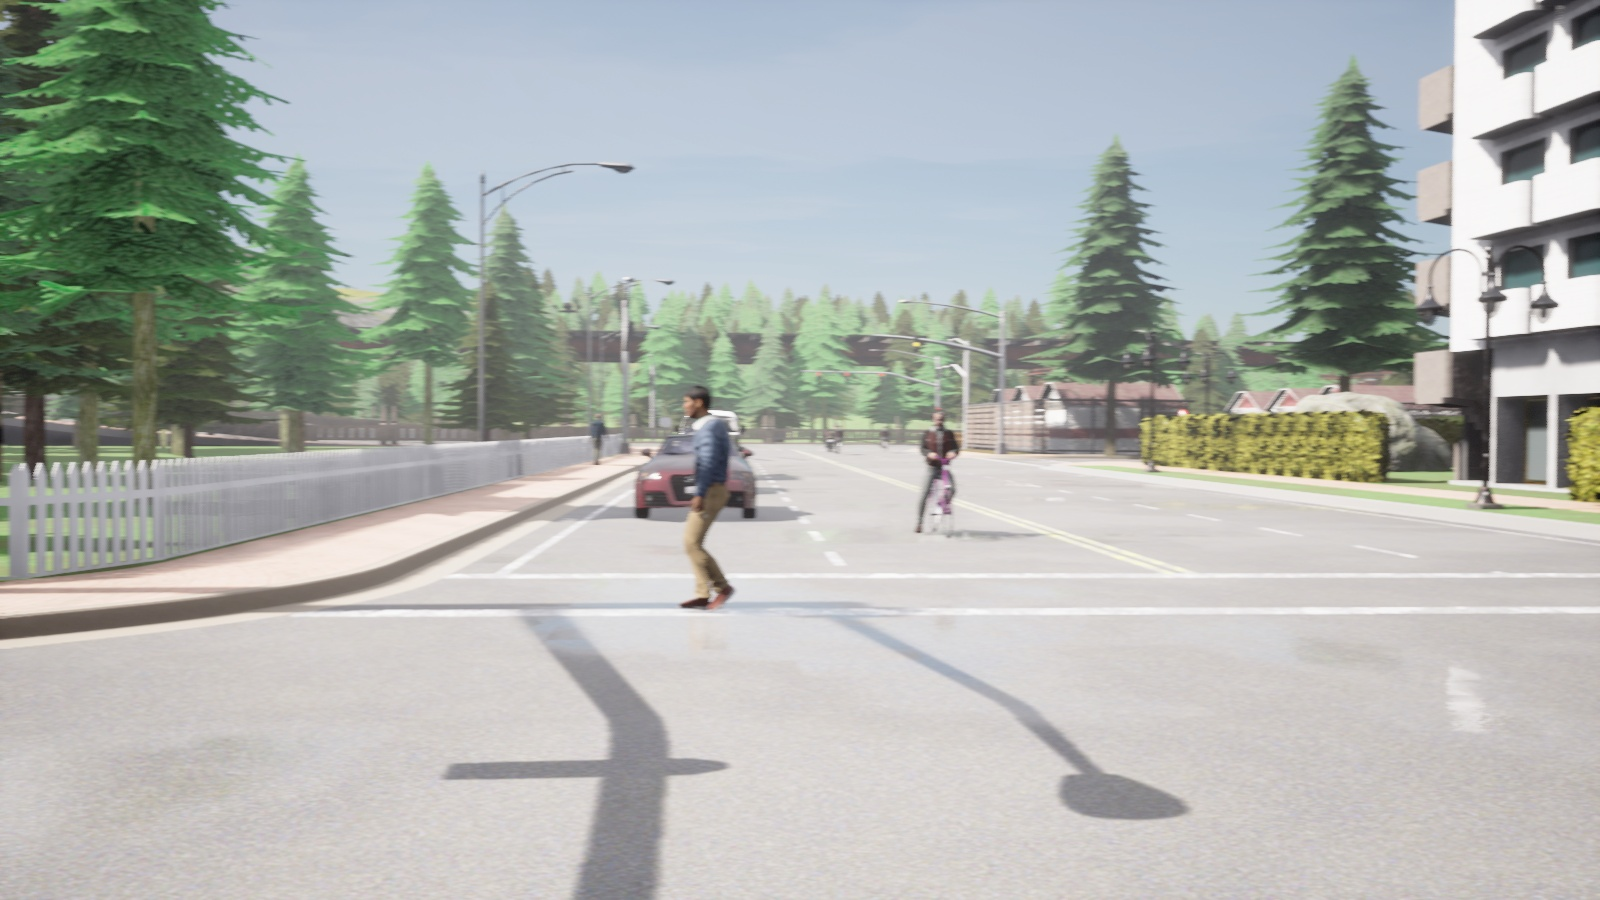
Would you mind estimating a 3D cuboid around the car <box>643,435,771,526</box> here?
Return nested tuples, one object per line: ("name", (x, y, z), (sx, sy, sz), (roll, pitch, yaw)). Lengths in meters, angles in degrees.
("car", (-1.572, 0.452, 21.861), (1.994, 1.385, 4.181), (-1, 1, -3))

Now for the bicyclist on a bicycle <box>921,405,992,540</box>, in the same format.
("bicyclist on a bicycle", (2.157, 0.291, 17.482), (0.659, 1.776, 1.843), (-1, 1, -3))

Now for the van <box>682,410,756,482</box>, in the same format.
("van", (-2.409, -0.144, 38.008), (2.069, 2.038, 4.480), (-1, 1, -3))

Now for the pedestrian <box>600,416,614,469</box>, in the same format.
("pedestrian", (-6.749, -0.259, 43.923), (0.402, 1.842, 0.726), (-1, 1, -3))

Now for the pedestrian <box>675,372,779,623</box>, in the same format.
("pedestrian", (-0.576, 0.370, 10.008), (0.788, 1.949, 0.423), (-1, 1, -2))
